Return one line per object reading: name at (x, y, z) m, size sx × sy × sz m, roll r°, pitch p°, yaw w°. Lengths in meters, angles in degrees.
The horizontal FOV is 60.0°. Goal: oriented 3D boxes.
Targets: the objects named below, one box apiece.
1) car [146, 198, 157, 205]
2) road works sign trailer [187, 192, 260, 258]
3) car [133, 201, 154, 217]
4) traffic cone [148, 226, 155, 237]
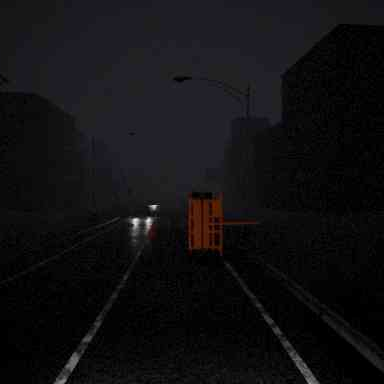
car at (-7.874, 1.783, 64.656) m, size 1.994 × 1.385 × 4.181 m, roll 0°, pitch 2°, yaw -5°
road works sign trailer at (0.820, 1.165, 13.288) m, size 2.880 × 2.380 × 3.560 m, roll 0°, pitch -1°, yaw -13°
car at (-5.855, 2.170, 39.531) m, size 1.812 × 1.442 × 4.674 m, roll 0°, pitch 0°, yaw -5°
traffic cone at (-2.241, 2.183, 18.404) m, size 0.340 × 0.580 × 0.340 m, roll -1°, pitch -2°, yaw -5°
